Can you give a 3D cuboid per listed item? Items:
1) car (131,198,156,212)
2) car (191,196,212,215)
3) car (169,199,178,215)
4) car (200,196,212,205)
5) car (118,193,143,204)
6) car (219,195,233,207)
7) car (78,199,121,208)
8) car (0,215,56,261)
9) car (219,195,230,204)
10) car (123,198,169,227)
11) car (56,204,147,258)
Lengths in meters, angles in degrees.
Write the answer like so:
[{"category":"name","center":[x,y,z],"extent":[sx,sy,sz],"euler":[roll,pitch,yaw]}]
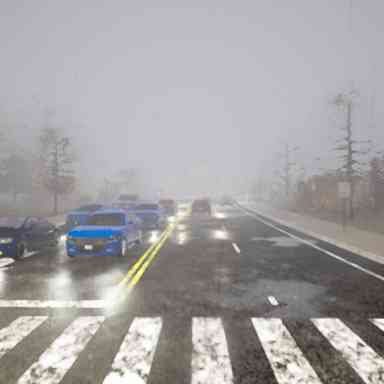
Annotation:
[{"category":"car","center":[-5.456,1.478,38.235],"extent":[1.994,1.385,4.181],"euler":[0,0,4]},{"category":"car","center":[0.945,1.411,33.305],"extent":[1.882,1.535,5.008],"euler":[0,0,3]},{"category":"car","center":[-2.473,1.410,32.647],"extent":[1.882,1.535,5.008],"euler":[0,0,3]},{"category":"car","center":[2.381,1.418,55.857],"extent":[1.994,1.385,4.181],"euler":[0,0,5]},{"category":"car","center":[-5.817,1.155,30.870],"extent":[2.150,2.045,5.566],"euler":[0,0,3]},{"category":"car","center":[5.041,1.486,48.654],"extent":[1.895,1.301,4.718],"euler":[0,0,5]},{"category":"car","center":[-6.228,1.434,20.969],"extent":[1.882,1.535,5.008],"euler":[0,0,2]},{"category":"car","center":[-6.441,1.535,12.077],"extent":[1.994,1.385,4.181],"euler":[0,0,2]},{"category":"car","center":[5.777,1.348,58.775],"extent":[1.837,1.490,4.892],"euler":[0,0,5]},{"category":"car","center":[-2.930,1.435,22.398],"extent":[1.882,1.535,5.008],"euler":[0,0,2]},{"category":"car","center":[-3.188,1.452,12.911],"extent":[1.882,1.535,5.008],"euler":[0,0,1]}]
